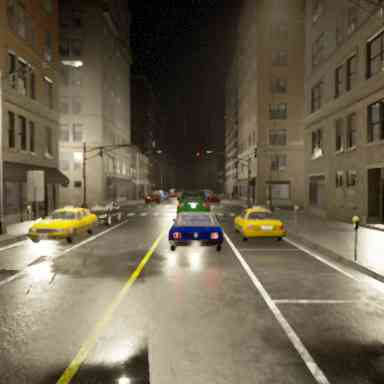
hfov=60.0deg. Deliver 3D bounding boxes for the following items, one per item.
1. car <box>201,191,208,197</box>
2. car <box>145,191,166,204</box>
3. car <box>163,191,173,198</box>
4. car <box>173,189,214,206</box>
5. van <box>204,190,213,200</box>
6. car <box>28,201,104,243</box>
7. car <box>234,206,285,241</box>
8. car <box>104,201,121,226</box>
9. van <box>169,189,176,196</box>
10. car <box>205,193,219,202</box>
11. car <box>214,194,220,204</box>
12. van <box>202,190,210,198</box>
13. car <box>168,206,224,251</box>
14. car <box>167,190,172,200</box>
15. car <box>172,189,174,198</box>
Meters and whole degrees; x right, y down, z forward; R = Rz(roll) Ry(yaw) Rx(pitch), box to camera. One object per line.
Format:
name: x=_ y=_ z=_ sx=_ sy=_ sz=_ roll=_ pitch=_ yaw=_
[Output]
car: x=3.233 y=0.516 z=85.891 sx=1.802 sy=1.307 sz=4.206 roll=0 pitch=1 yaw=0
car: x=-5.462 y=0.718 z=47.419 sx=2.192 sy=1.841 sz=5.009 roll=0 pitch=1 yaw=0
car: x=-5.341 y=0.507 z=74.925 sx=1.967 sy=1.590 sz=4.097 roll=0 pitch=1 yaw=0
car: x=0.101 y=0.926 z=23.090 sx=2.150 sy=2.045 sz=5.566 roll=0 pitch=1 yaw=0
van: x=3.136 y=0.545 z=63.884 sx=1.690 sy=1.788 sz=3.998 roll=0 pitch=1 yaw=0
car: x=-5.604 y=1.331 z=14.955 sx=1.752 sy=1.417 sz=4.829 roll=0 pitch=1 yaw=0
car: x=2.923 y=1.329 z=15.257 sx=1.752 sy=1.417 sz=4.829 roll=0 pitch=1 yaw=0
car: x=-5.579 y=1.285 z=20.650 sx=2.008 sy=1.369 sz=4.403 roll=0 pitch=1 yaw=0
van: x=-5.269 y=0.206 z=91.427 sx=1.690 sy=1.788 sz=3.998 roll=0 pitch=1 yaw=0
car: x=3.088 y=0.904 z=52.885 sx=1.947 sy=1.339 sz=4.313 roll=0 pitch=1 yaw=0
car: x=3.064 y=0.950 z=47.384 sx=1.887 sy=1.381 sz=4.507 roll=0 pitch=1 yaw=0
van: x=3.184 y=0.410 z=74.886 sx=1.690 sy=1.788 sz=3.998 roll=0 pitch=1 yaw=0
car: x=0.140 y=1.431 z=13.154 sx=1.895 sy=1.301 sz=4.718 roll=0 pitch=1 yaw=0
car: x=-5.389 y=0.641 z=63.923 sx=1.967 sy=1.590 sz=4.097 roll=0 pitch=1 yaw=0
car: x=-2.709 y=0.380 z=67.357 sx=2.150 sy=2.045 sz=5.566 roll=0 pitch=1 yaw=0
